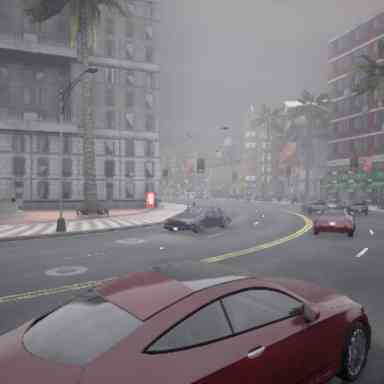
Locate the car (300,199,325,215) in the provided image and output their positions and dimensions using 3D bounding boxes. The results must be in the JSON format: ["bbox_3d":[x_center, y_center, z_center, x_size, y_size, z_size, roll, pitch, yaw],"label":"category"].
[{"bbox_3d":[12.248,1.471,33.484,2.128,1.511,4.902,0,0,6],"label":"car"}]

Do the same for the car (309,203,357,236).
[{"bbox_3d":[7.947,1.553,18.511,1.994,1.385,4.181,0,0,26],"label":"car"}]

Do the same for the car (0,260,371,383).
[{"bbox_3d":[0.193,1.523,3.647,4.674,1.442,1.812,0,0,-40],"label":"car"}]

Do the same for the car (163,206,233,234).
[{"bbox_3d":[0.555,1.532,19.544,2.033,1.411,5.357,0,0,32],"label":"car"}]

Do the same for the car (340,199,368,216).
[{"bbox_3d":[15.708,1.473,32.954,2.128,1.511,4.902,0,0,6],"label":"car"}]
